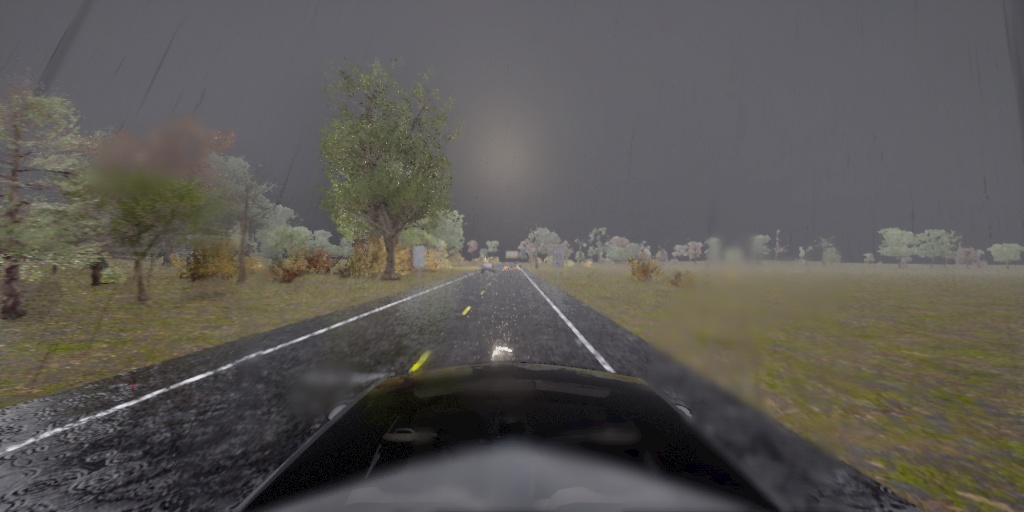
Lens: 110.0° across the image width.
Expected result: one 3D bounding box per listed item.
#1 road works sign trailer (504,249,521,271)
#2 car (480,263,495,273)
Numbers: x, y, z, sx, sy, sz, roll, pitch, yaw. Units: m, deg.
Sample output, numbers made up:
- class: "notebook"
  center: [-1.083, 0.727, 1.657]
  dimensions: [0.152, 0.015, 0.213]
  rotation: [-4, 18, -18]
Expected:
- class: "road works sign trailer"
  center: [0.004, 0.763, 62.667]
  dimensions: [2.380, 3.560, 2.880]
  rotation: [0, 0, 0]
- class: "car"
  center: [-3.551, 1.731, 52.706]
  dimensions: [1.812, 1.442, 4.674]
  rotation: [0, 0, 0]
